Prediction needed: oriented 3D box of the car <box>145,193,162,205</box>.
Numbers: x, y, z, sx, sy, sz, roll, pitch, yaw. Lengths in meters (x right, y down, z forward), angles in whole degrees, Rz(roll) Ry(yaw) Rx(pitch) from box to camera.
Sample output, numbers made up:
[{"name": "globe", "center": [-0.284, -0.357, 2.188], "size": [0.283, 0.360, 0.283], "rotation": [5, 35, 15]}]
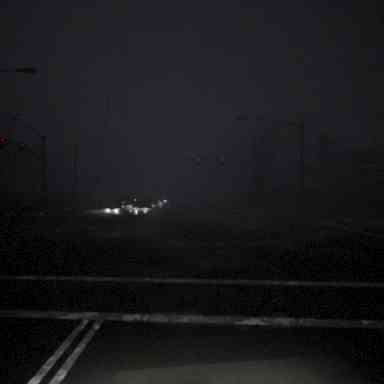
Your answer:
[{"name": "car", "center": [-6.706, 1.315, 55.539], "size": [2.033, 1.411, 5.357], "rotation": [0, 1, 0]}]

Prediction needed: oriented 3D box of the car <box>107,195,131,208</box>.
[{"name": "car", "center": [-10.283, 1.377, 45.705], "size": [2.128, 1.511, 4.902], "rotation": [0, 1, 1]}]

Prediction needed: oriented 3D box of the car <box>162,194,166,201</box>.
[{"name": "car", "center": [-6.652, 1.222, 65.116], "size": [1.895, 1.301, 4.718], "rotation": [0, 1, 0]}]

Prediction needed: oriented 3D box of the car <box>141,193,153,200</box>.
[{"name": "car", "center": [-10.096, 0.962, 75.469], "size": [2.033, 1.411, 5.357], "rotation": [0, 1, 0]}]

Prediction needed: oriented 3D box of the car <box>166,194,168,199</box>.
[{"name": "car", "center": [-6.596, 1.017, 75.464], "size": [1.895, 1.301, 4.718], "rotation": [0, 1, 0]}]

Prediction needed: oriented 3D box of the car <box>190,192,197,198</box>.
[{"name": "car", "center": [0.470, 0.701, 87.527], "size": [1.812, 1.442, 4.674], "rotation": [0, 1, 0]}]

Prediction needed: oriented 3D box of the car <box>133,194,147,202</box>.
[{"name": "car", "center": [-10.153, 1.191, 64.851], "size": [1.994, 1.385, 4.181], "rotation": [0, 1, 0]}]

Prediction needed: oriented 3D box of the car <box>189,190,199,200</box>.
[{"name": "car", "center": [0.407, 0.644, 75.601], "size": [2.150, 2.045, 5.566], "rotation": [0, 1, 0]}]

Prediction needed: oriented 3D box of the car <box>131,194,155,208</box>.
[{"name": "car", "center": [-6.779, 1.440, 46.309], "size": [1.994, 1.385, 4.181], "rotation": [0, 1, 1]}]
